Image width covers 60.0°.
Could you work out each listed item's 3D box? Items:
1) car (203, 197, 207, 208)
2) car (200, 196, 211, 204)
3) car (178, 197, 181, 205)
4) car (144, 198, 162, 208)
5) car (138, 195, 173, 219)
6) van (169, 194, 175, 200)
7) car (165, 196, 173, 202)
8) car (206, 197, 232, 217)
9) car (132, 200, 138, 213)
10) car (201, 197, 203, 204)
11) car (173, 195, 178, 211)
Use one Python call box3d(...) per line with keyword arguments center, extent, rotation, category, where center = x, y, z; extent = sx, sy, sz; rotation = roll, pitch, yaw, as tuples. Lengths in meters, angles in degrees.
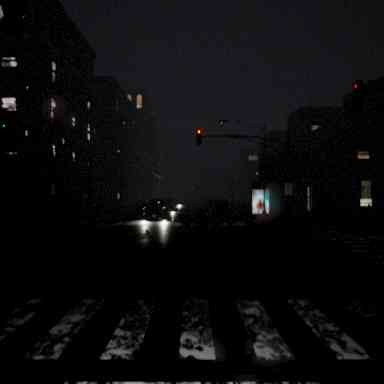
box3d(center=(2.694, 1.609, 43.356), extent=(1.802, 1.307, 4.206), rotation=(0, 0, 0), category="car")
box3d(center=(2.699, 1.609, 66.143), extent=(2.008, 1.369, 4.403), rotation=(-1, 0, 0), category="car")
box3d(center=(-3.021, 1.652, 61.432), extent=(1.895, 1.301, 4.718), rotation=(0, 0, 0), category="car")
box3d(center=(-5.685, 1.584, 49.043), extent=(2.008, 1.369, 4.403), rotation=(0, 0, 0), category="car")
box3d(center=(-3.093, 1.364, 29.214), extent=(2.097, 1.767, 4.553), rotation=(0, 0, 0), category="car")
box3d(center=(-5.677, 1.455, 94.616), extent=(1.690, 1.788, 3.998), rotation=(-1, 0, 0), category="van")
box3d(center=(-5.678, 1.614, 83.052), extent=(1.752, 1.417, 4.829), rotation=(-1, 0, 0), category="car")
box3d(center=(2.691, 1.454, 31.963), extent=(1.967, 1.590, 4.097), rotation=(0, 0, 0), category="car")
box3d(center=(-5.688, 1.571, 37.649), extent=(2.008, 1.369, 4.403), rotation=(0, 0, 0), category="car")
box3d(center=(2.695, 1.584, 49.054), extent=(2.008, 1.369, 4.403), rotation=(0, 0, 0), category="car")
box3d(center=(-3.083, 1.503, 41.765), extent=(1.882, 1.535, 5.008), rotation=(0, 0, 0), category="car")
